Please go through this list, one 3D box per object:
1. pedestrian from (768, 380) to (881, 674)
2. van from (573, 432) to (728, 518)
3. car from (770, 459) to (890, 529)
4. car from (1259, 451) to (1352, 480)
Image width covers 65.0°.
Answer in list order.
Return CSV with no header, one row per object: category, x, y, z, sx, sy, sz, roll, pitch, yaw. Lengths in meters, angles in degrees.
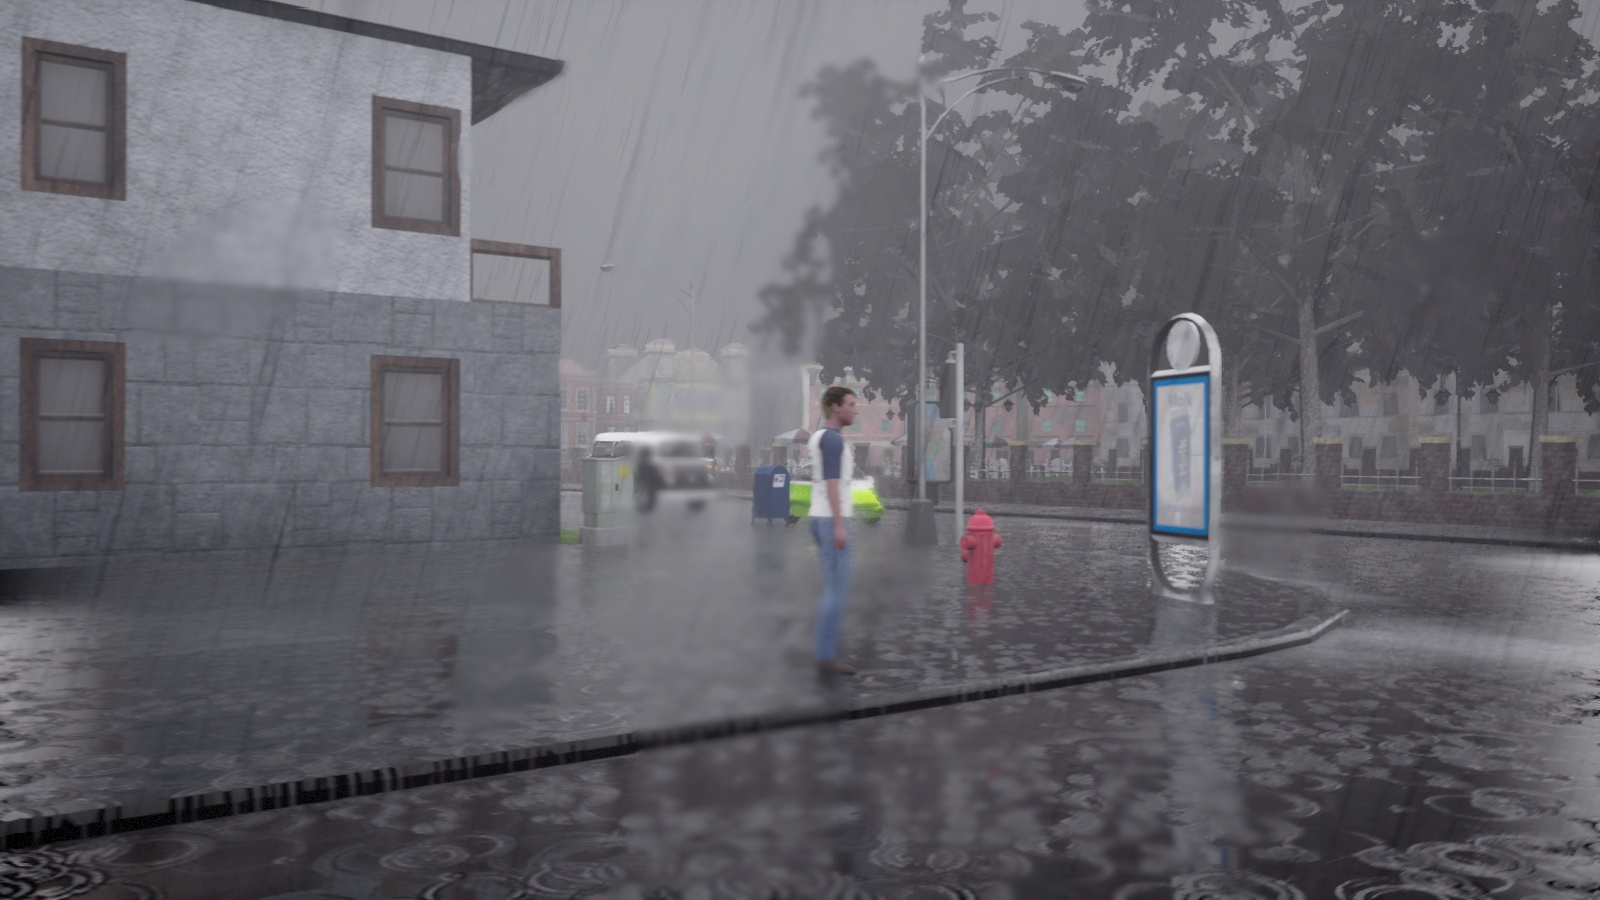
pedestrian,0.157,0.482,8.012,0.706,1.836,0.354,0,0,1
van,-3.947,0.577,32.547,2.069,2.038,4.480,0,1,-36
car,0.602,0.889,26.247,1.481,1.376,2.207,0,-1,-36
car,30.491,0.909,75.831,2.033,1.649,4.856,0,0,-36
